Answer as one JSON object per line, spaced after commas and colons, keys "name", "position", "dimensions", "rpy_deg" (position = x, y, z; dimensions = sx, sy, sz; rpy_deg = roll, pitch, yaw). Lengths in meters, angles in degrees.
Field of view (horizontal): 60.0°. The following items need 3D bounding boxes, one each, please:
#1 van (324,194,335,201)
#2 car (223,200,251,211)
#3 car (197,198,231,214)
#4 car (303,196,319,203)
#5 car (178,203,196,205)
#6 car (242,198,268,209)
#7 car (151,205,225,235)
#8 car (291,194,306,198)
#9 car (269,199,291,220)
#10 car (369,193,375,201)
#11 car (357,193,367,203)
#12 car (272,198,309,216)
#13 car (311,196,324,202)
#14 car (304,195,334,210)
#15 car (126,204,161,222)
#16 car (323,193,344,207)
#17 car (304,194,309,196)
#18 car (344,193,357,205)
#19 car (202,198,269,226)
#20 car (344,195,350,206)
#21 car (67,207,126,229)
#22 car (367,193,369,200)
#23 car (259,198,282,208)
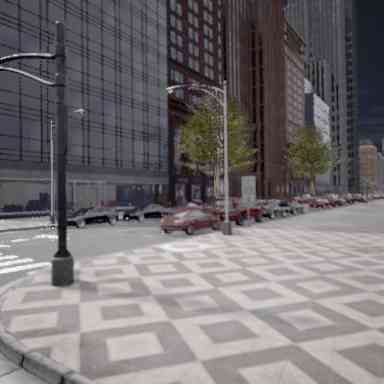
{"name": "van", "position": [34.555, 1.365, 83.616], "dimensions": [1.690, 1.788, 3.998], "rpy_deg": [-1, -1, 35]}
{"name": "car", "position": [5.731, 1.665, 41.839], "dimensions": [1.802, 1.307, 4.206], "rpy_deg": [-1, 0, 35]}
{"name": "car", "position": [2.526, 1.535, 37.198], "dimensions": [1.967, 1.590, 4.097], "rpy_deg": [-1, 0, 35]}
{"name": "car", "position": [24.950, 1.594, 69.690], "dimensions": [1.947, 1.339, 4.313], "rpy_deg": [-1, -1, 35]}
{"name": "car", "position": [-0.675, 1.692, 32.556], "dimensions": [1.802, 1.307, 4.206], "rpy_deg": [-1, 0, 35]}
{"name": "car", "position": [8.837, 1.597, 46.341], "dimensions": [1.752, 1.417, 4.829], "rpy_deg": [-1, 0, 35]}
{"name": "car", "position": [-0.067, 1.585, 18.429], "dimensions": [1.802, 1.307, 4.206], "rpy_deg": [-1, 0, 35]}
{"name": "car", "position": [18.543, 1.589, 60.406], "dimensions": [1.887, 1.381, 4.507], "rpy_deg": [-1, -1, 35]}
{"name": "car", "position": [6.338, 1.535, 27.712], "dimensions": [1.947, 1.339, 4.313], "rpy_deg": [-1, 0, 35]}
{"name": "car", "position": [41.567, 1.464, 78.761], "dimensions": [1.802, 1.307, 4.206], "rpy_deg": [-1, -1, 35]}
{"name": "car", "position": [31.957, 1.202, 64.842], "dimensions": [2.192, 1.841, 5.009], "rpy_deg": [-1, -1, 35]}
{"name": "car", "position": [9.540, 1.520, 32.352], "dimensions": [1.947, 1.339, 4.313], "rpy_deg": [-1, 0, 35]}
{"name": "car", "position": [28.152, 1.604, 74.330], "dimensions": [1.802, 1.307, 4.206], "rpy_deg": [-1, -1, 35]}
{"name": "car", "position": [15.945, 1.475, 41.635], "dimensions": [1.887, 1.381, 4.507], "rpy_deg": [-1, 0, 35]}
{"name": "car", "position": [-3.878, 1.692, 27.915], "dimensions": [1.947, 1.339, 4.313], "rpy_deg": [-1, 0, 35]}
{"name": "car", "position": [19.145, 1.235, 46.278], "dimensions": [2.192, 1.841, 5.009], "rpy_deg": [-1, -1, 35]}
{"name": "car", "position": [21.743, 1.352, 65.049], "dimensions": [2.192, 1.841, 5.009], "rpy_deg": [-1, -1, 35]}
{"name": "car", "position": [25.551, 1.218, 55.559], "dimensions": [2.192, 1.841, 5.009], "rpy_deg": [-1, -1, 35]}
{"name": "car", "position": [3.133, 1.300, 23.073], "dimensions": [2.192, 1.841, 5.009], "rpy_deg": [-1, 0, 35]}
{"name": "car", "position": [22.351, 1.477, 50.916], "dimensions": [1.947, 1.339, 4.313], "rpy_deg": [-1, -1, 35]}
{"name": "car", "position": [-7.081, 1.710, 23.273], "dimensions": [1.947, 1.339, 4.313], "rpy_deg": [-1, 0, 35]}
{"name": "car", "position": [35.258, 1.406, 69.620], "dimensions": [1.752, 1.417, 4.829], "rpy_deg": [-1, -1, 35]}
{"name": "car", "position": [12.137, 1.628, 51.123], "dimensions": [1.947, 1.339, 4.313], "rpy_deg": [-1, 0, 35]}
